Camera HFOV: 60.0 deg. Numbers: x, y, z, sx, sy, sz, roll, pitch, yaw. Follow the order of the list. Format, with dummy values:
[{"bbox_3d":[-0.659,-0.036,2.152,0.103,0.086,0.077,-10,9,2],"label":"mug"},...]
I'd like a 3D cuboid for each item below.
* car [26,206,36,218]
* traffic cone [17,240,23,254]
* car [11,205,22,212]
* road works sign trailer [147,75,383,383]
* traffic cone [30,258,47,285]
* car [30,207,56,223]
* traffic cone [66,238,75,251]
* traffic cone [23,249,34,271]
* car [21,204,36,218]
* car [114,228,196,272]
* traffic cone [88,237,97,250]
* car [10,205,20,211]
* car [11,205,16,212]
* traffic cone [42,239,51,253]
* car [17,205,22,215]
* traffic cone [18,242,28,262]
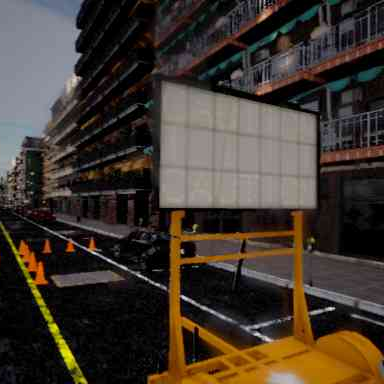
[{"bbox_3d":[-19.042,2.753,41.241,1.887,1.381,4.507,2,-2,-31],"label":"car"},{"bbox_3d":[-7.347,2.370,14.386,0.340,0.580,0.340,2,-2,-31],"label":"traffic cone"},{"bbox_3d":[-39.530,3.718,74.894,1.947,1.339,4.313,2,-2,-31],"label":"car"},{"bbox_3d":[0.521,0.622,3.999,2.380,3.560,2.880,2,-2,-31],"label":"road works sign trailer"},{"bbox_3d":[-4.228,2.233,9.262,0.340,0.580,0.340,2,-2,-31],"label":"traffic cone"},{"bbox_3d":[-16.114,2.621,36.433,1.887,1.381,4.507,2,-2,-31],"label":"car"},{"bbox_3d":[-5.639,2.429,15.425,0.340,0.580,0.340,2,-2,-31],"label":"traffic cone"},{"bbox_3d":[-5.267,2.278,10.971,0.340,0.580,0.340,2,-2,-31],"label":"traffic cone"},{"bbox_3d":[-21.967,2.782,46.052,1.967,1.590,4.097,2,-2,-31],"label":"car"},{"bbox_3d":[-1.481,1.990,12.394,1.947,1.339,4.313,2,-2,-31],"label":"car"},{"bbox_3d":[-4.784,2.459,15.944,0.340,0.580,0.340,2,-2,-31],"label":"traffic cone"},{"bbox_3d":[-42.546,3.820,79.849,1.752,1.417,4.829,2,-2,-31],"label":"car"},{"bbox_3d":[-36.602,3.455,70.090,1.967,1.590,4.097,2,-2,-31],"label":"car"},{"bbox_3d":[-6.492,2.400,14.906,0.340,0.580,0.340,2,-2,-31],"label":"traffic cone"},{"bbox_3d":[-24.893,2.791,50.863,2.192,1.841,5.009,2,-2,-31],"label":"car"},{"bbox_3d":[-6.307,2.324,12.678,0.340,0.580,0.340,2,-2,-31],"label":"traffic cone"}]
